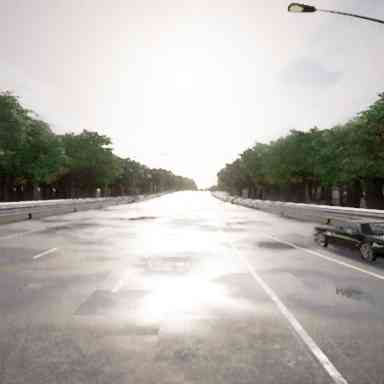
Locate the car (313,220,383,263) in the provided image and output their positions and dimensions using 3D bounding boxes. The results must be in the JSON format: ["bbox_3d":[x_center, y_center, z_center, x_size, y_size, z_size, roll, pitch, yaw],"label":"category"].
[{"bbox_3d":[6.453,1.688,12.404,1.895,1.301,4.718,1,0,-8],"label":"car"}]
